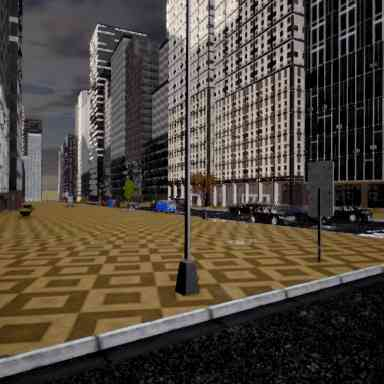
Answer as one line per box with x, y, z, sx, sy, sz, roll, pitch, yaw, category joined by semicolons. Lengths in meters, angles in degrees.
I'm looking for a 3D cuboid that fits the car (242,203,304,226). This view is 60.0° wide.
6.164;1.812;25.908;2.008;1.369;4.403;-1;-1;-26;car

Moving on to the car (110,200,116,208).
-15.726;2.729;71.550;1.887;1.381;4.507;-1;-1;-26;car

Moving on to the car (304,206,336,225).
8.554;1.819;26.940;2.033;1.411;5.357;0;-1;-26;car

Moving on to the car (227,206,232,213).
6.423;2.167;44.746;1.947;1.339;4.313;-1;-1;-26;car

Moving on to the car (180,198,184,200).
-2.970;2.109;58.325;2.150;2.045;5.566;0;-1;-25;car

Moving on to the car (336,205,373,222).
13.719;1.852;29.532;2.008;1.369;4.403;-1;-1;-26;car

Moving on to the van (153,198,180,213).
-3.569;2.004;46.197;1.690;1.788;3.998;-1;-1;-26;van

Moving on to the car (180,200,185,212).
-2.784;2.290;50.670;2.033;1.411;5.357;0;-1;-25;car

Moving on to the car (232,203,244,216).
6.926;1.976;37.735;1.837;1.490;4.892;0;-1;-26;car

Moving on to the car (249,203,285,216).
8.855;2.066;39.675;1.947;1.339;4.313;-1;-1;-26;car

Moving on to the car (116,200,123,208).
-13.221;2.601;66.326;1.752;1.417;4.829;-1;-1;-26;car

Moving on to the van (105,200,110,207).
-18.161;2.633;76.623;1.690;1.788;3.998;-1;-1;-26;van

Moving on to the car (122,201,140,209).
-10.862;2.524;61.407;2.008;1.369;4.403;-1;-1;-26;car

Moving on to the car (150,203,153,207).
-8.169;2.806;75.173;1.802;1.307;4.206;-1;-1;-26;car

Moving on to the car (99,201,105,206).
-23.022;3.051;86.762;1.887;1.381;4.507;-1;-1;-26;car
